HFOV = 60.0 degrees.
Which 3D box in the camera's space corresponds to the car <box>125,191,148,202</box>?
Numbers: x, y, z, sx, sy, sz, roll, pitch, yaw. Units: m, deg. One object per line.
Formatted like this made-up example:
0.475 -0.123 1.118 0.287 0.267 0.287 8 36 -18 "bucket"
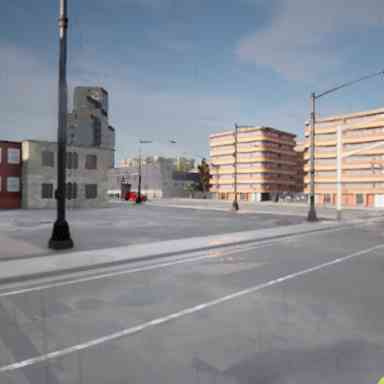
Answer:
-10.930 0.840 65.201 2.150 2.045 5.566 1 0 -43 "car"
